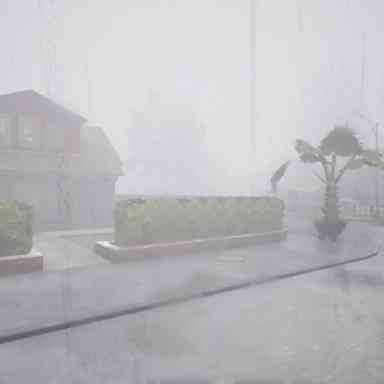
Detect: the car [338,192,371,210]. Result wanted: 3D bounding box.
[{"bbox_3d":[17.375,0.985,36.182,3.866,1.878,1.905,0,0,0],"label":"car"}]
